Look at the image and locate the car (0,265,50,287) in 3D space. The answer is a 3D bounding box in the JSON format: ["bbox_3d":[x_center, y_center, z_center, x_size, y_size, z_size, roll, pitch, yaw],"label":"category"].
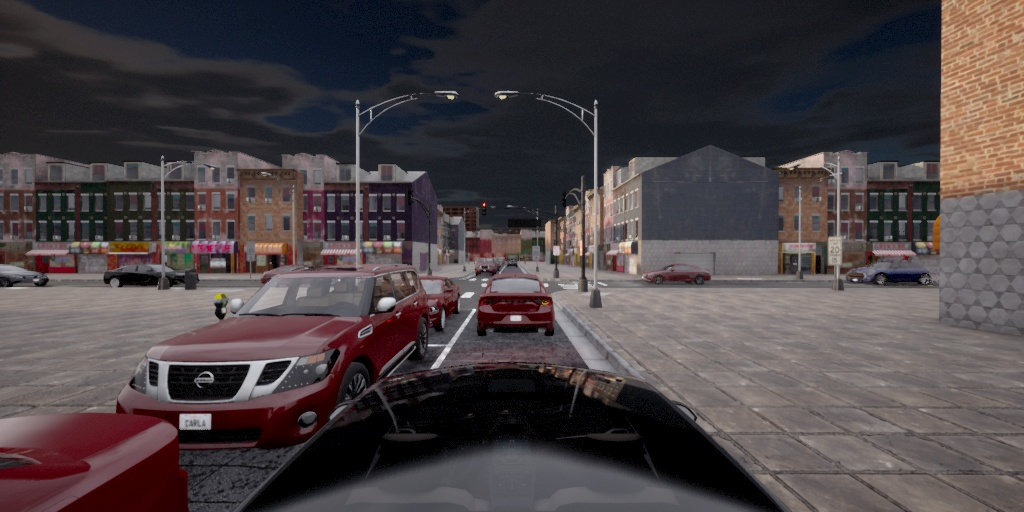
[{"bbox_3d":[-32.609,1.265,22.820,4.674,1.442,1.812,0,0,0],"label":"car"}]

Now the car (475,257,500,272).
[{"bbox_3d":[-2.663,1.071,37.351,2.192,1.841,5.009,0,0,0],"label":"car"}]

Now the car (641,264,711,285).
[{"bbox_3d":[11.735,1.284,25.721,4.674,1.442,1.812,0,0,2],"label":"car"}]

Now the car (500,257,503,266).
[{"bbox_3d":[-2.670,1.080,48.204,2.192,1.841,5.009,0,0,0],"label":"car"}]

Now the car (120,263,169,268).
[{"bbox_3d":[-22.812,1.221,22.811,5.008,1.535,1.882,0,0,0],"label":"car"}]

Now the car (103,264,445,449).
[{"bbox_3d":[-2.642,1.064,5.508,2.192,1.841,5.009,0,0,0],"label":"car"}]

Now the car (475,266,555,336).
[{"bbox_3d":[0.090,1.227,10.405,1.882,1.535,5.008,0,0,0],"label":"car"}]

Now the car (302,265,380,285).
[{"bbox_3d":[-12.172,1.333,25.750,4.718,1.301,1.895,0,0,0],"label":"car"}]

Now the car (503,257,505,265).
[{"bbox_3d":[-2.682,1.335,64.484,2.007,1.370,4.403,0,0,0],"label":"car"}]

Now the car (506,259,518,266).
[{"bbox_3d":[0.056,1.289,64.993,1.837,1.490,4.892,0,-1,0],"label":"car"}]

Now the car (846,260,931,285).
[{"bbox_3d":[26.850,1.132,25.702,4.553,1.767,2.097,0,0,0],"label":"car"}]

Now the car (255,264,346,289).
[{"bbox_3d":[-13.354,1.277,22.837,4.674,1.442,1.812,0,0,-1],"label":"car"}]

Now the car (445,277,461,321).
[{"bbox_3d":[-2.645,1.294,10.941,1.888,1.381,4.507,0,0,0],"label":"car"}]
